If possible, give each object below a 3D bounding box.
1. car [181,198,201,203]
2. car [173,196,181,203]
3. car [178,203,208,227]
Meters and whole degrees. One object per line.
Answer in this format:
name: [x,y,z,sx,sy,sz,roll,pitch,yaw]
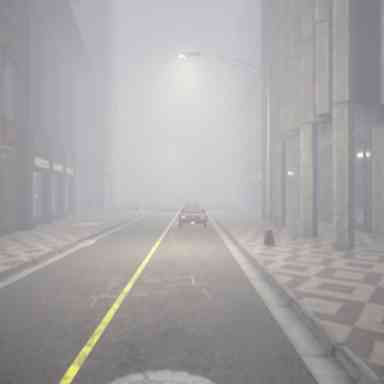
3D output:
car: [0.025,1.623,41.813,2.128,1.511,4.902,0,0,0]
car: [-3.132,1.677,73.597,1.837,1.490,4.892,0,0,0]
car: [0.058,1.672,23.376,1.895,1.301,4.718,0,0,0]
